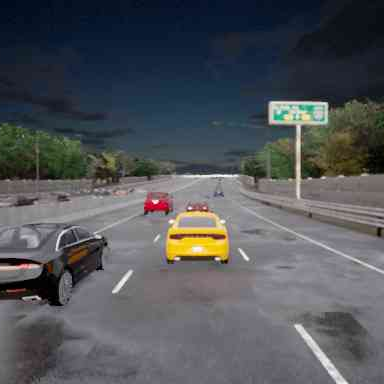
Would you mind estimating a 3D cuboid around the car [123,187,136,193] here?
[{"bbox_3d":[-14.805,-0.495,79.068,1.812,1.442,4.674,0,3,4],"label":"car"}]

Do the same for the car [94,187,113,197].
[{"bbox_3d":[-18.882,0.268,70.064,2.033,1.411,5.357,0,2,3],"label":"car"}]

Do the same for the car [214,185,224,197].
[{"bbox_3d":[5.763,-0.009,71.733,2.097,1.767,4.553,0,2,4],"label":"car"}]

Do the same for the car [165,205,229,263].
[{"bbox_3d":[0.182,1.434,11.795,1.882,1.535,5.008,0,0,1],"label":"car"}]

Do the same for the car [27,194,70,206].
[{"bbox_3d":[-13.608,1.044,32.412,2.097,1.767,4.553,0,1,2],"label":"car"}]

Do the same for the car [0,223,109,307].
[{"bbox_3d":[-3.355,1.470,7.885,2.128,1.511,4.902,0,0,0],"label":"car"}]

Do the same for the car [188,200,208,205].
[{"bbox_3d":[0.518,1.339,29.938,1.895,1.301,4.718,0,1,2],"label":"car"}]

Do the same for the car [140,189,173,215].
[{"bbox_3d":[-2.973,0.953,30.303,2.150,2.045,5.566,0,1,2],"label":"car"}]

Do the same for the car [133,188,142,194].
[{"bbox_3d":[-11.545,-0.009,75.277,1.812,1.442,4.674,0,2,4],"label":"car"}]

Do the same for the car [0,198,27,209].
[{"bbox_3d":[-17.130,1.244,32.103,2.033,1.411,5.357,0,1,2],"label":"car"}]

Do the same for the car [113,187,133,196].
[{"bbox_3d":[-15.199,-0.048,72.974,2.097,1.767,4.553,0,2,3],"label":"car"}]
